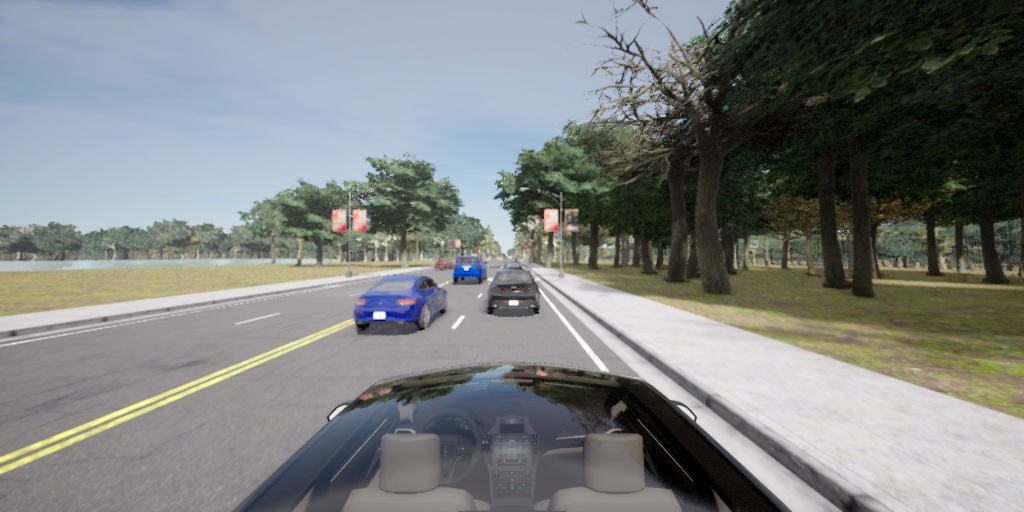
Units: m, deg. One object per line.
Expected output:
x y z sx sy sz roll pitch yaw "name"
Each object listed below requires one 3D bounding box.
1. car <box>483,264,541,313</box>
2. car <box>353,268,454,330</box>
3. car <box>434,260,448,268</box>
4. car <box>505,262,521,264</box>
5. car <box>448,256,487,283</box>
0.071 1.262 14.047 1.837 1.490 4.892 0 0 0 "car"
-3.198 1.280 11.049 1.812 1.442 4.674 0 0 1 "car"
-9.820 1.256 51.488 1.882 1.535 5.008 0 0 0 "car"
0.072 1.256 29.078 2.128 1.511 4.902 0 0 0 "car"
-3.182 0.987 27.885 2.150 2.045 5.566 0 0 0 "car"
